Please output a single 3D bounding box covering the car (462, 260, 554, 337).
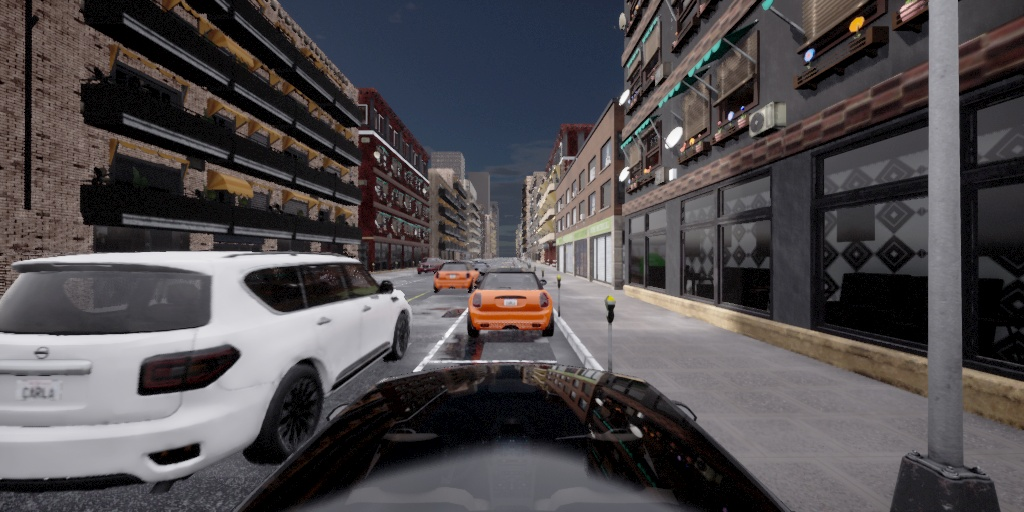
[{"bbox_3d":[-0.032,1.103,10.469,2.097,1.767,4.553,0,0,0],"label":"car"}]

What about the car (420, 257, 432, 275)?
[{"bbox_3d":[-8.837,1.064,39.007,2.192,1.841,5.009,0,0,0],"label":"car"}]

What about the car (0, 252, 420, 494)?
[{"bbox_3d":[-3.144,0.973,5.066,2.150,2.045,5.566,0,0,0],"label":"car"}]

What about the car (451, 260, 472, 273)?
[{"bbox_3d":[-6.199,1.226,44.654,1.882,1.535,5.008,0,0,0],"label":"car"}]

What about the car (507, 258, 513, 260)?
[{"bbox_3d":[-0.456,1.275,39.173,1.751,1.417,4.829,0,0,0],"label":"car"}]

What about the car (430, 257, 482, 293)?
[{"bbox_3d":[-3.103,1.102,20.964,2.097,1.767,4.553,0,0,1],"label":"car"}]
